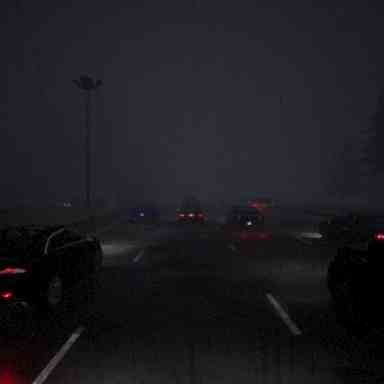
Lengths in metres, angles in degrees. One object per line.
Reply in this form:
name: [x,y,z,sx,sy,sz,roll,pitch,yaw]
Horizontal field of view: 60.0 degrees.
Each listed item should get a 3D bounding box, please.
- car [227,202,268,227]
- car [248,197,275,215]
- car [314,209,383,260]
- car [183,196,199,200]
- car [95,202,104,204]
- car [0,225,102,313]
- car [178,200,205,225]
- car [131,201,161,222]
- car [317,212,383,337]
car: [3.445,1.588,22.271,1.895,1.301,4.718,0,0,0]
car: [6.890,1.329,33.856,2.097,1.767,4.553,0,0,0]
car: [6.985,1.530,13.615,2.033,1.411,5.357,0,0,0]
car: [-0.151,1.342,42.384,2.097,1.767,4.553,0,0,0]
car: [-17.860,1.497,63.348,1.882,1.535,5.008,0,0,0]
car: [-3.486,1.497,7.633,2.128,1.511,4.902,0,0,0]
car: [-0.060,1.542,23.878,2.033,1.411,5.357,0,0,0]
car: [-3.575,1.478,26.286,1.882,1.535,5.008,0,0,0]
car: [3.531,1.213,3.649,2.150,2.045,5.566,0,0,0]
